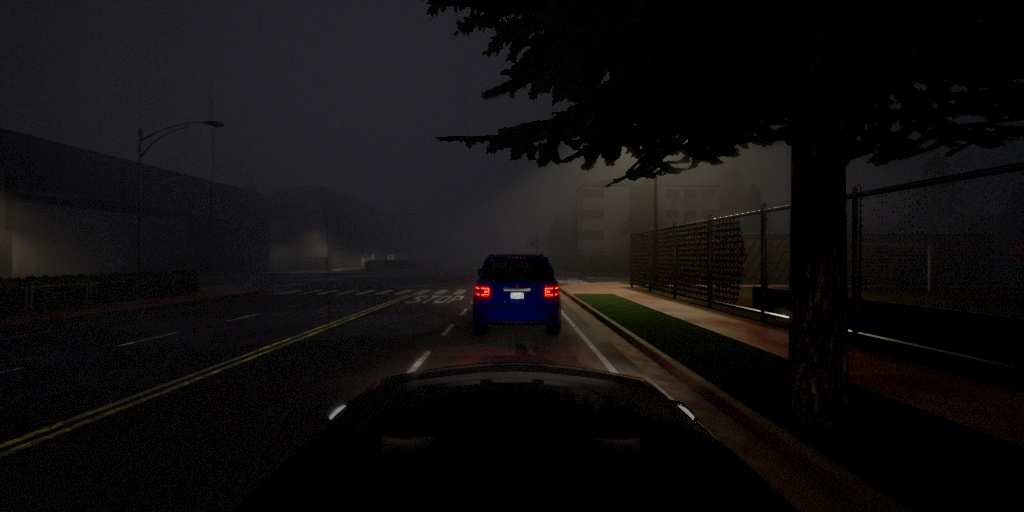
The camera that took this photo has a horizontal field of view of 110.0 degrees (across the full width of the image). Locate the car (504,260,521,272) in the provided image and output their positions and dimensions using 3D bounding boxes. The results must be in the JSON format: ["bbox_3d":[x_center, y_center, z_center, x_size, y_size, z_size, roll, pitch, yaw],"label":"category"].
[{"bbox_3d":[0.061,1.241,46.452,2.128,1.511,4.902,0,0,-1],"label":"car"}]

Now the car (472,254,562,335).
[{"bbox_3d":[0.123,0.972,10.622,2.150,2.045,5.566,0,0,0],"label":"car"}]
